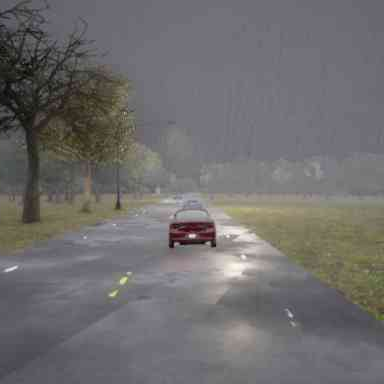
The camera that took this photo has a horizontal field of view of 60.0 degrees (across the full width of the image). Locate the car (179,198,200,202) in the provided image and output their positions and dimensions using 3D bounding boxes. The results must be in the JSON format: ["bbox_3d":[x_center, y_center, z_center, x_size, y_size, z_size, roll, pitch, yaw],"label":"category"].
[{"bbox_3d":[0.077,1.470,29.605,2.033,1.411,5.357,0,0,0],"label":"car"}]

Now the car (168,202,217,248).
[{"bbox_3d":[0.013,1.443,14.604,1.882,1.535,5.008,-1,0,0],"label":"car"}]

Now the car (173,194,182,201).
[{"bbox_3d":[-3.292,1.206,75.937,1.837,1.490,4.892,0,0,0],"label":"car"}]
